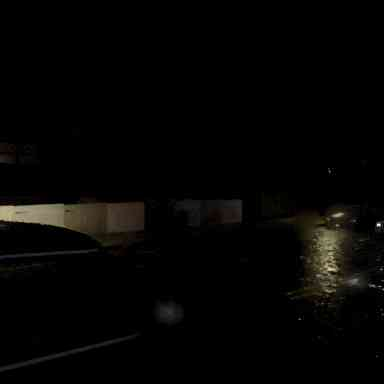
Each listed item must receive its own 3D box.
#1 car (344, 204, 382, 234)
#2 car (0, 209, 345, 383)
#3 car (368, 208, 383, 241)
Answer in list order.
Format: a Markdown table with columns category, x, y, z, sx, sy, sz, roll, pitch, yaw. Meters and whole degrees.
| category | x | y | z | sx | sy | sz | roll | pitch | yaw |
| --- | --- | --- | --- | --- | --- | --- | --- | --- | --- |
| car | 9.297 | 1.404 | 18.304 | 4.674 | 1.442 | 1.812 | 0 | 0 | -35 |
| car | -1.478 | 1.221 | 2.382 | 5.566 | 2.045 | 2.150 | -1 | 0 | -36 |
| car | 10.181 | 1.488 | 14.945 | 4.718 | 1.301 | 1.895 | 0 | 0 | -35 |
